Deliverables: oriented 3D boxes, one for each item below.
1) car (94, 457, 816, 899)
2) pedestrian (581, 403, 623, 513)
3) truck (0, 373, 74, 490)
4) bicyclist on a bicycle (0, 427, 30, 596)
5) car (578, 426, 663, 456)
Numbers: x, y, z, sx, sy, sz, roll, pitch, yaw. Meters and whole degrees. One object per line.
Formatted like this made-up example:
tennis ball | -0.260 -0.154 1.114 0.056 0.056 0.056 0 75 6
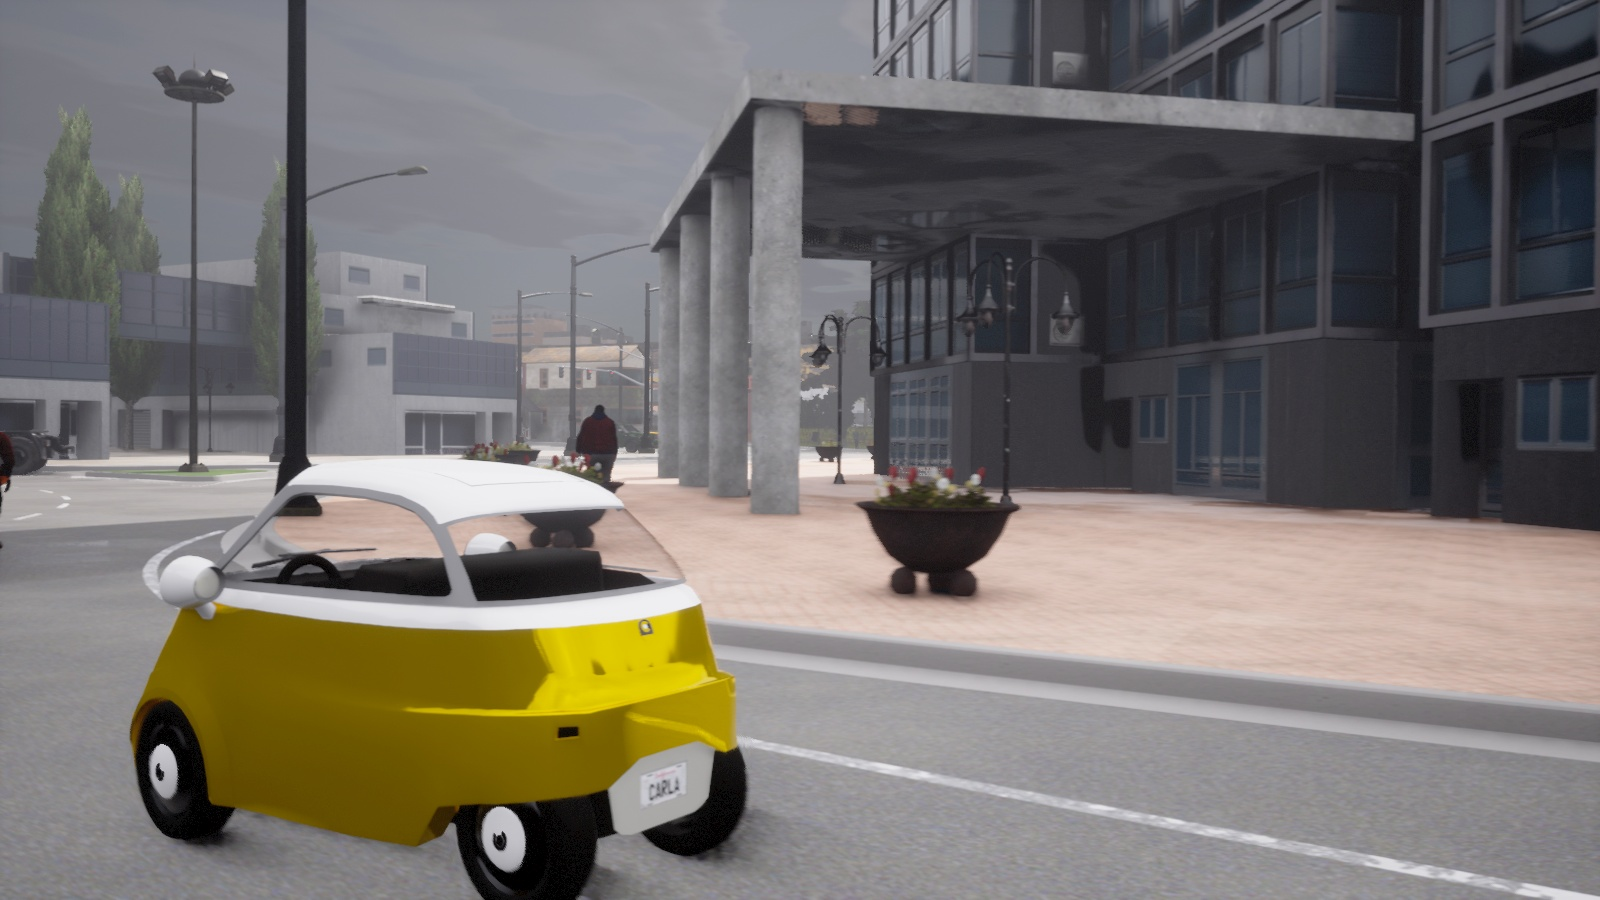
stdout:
car | -1.275 0.737 4.604 2.207 1.376 1.481 0 1 36
pedestrian | -3.384 0.132 21.481 0.634 1.844 0.899 -1 1 -6
truck | -26.416 -0.518 37.440 7.936 3.462 2.891 -1 1 -24
bicyclist on a bicycle | -8.241 0.587 12.721 0.582 1.620 1.656 0 0 -25
car | -12.359 -0.624 86.200 5.566 2.045 2.150 0 1 28
